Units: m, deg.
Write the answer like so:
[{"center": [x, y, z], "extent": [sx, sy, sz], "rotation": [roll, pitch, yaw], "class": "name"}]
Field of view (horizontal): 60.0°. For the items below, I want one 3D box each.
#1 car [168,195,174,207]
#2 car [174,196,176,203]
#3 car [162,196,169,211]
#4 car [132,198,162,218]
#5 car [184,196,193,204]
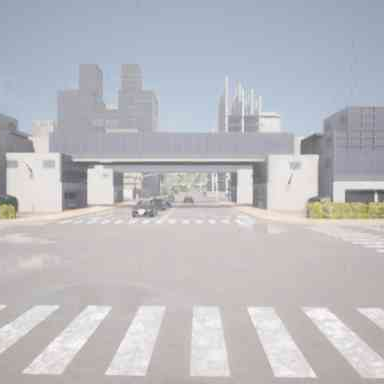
[{"center": [-4.320, 1.577, 52.581], "extent": [1.812, 1.442, 4.674], "rotation": [0, 0, 0], "class": "car"}, {"center": [-4.285, 1.368, 67.995], "extent": [1.837, 1.490, 4.892], "rotation": [0, 0, 0], "class": "car"}, {"center": [-4.326, 1.549, 41.620], "extent": [1.837, 1.490, 4.892], "rotation": [0, 0, 0], "class": "car"}, {"center": [-4.307, 1.529, 30.599], "extent": [2.128, 1.511, 4.902], "rotation": [0, 0, 0], "class": "car"}, {"center": [-0.683, 1.538, 66.734], "extent": [1.882, 1.535, 5.008], "rotation": [0, 0, 0], "class": "car"}]
